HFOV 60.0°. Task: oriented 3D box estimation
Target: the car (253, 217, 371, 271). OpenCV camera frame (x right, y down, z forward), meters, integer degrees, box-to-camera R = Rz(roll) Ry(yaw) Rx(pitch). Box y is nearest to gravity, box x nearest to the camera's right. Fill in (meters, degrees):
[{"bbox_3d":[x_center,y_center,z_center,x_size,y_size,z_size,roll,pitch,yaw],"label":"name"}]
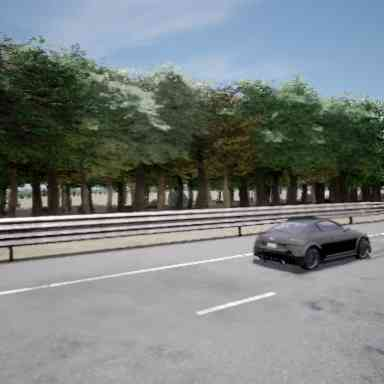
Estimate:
[{"bbox_3d":[3.959,1.513,10.813,4.181,1.385,1.994,0,0,-35],"label":"car"}]
